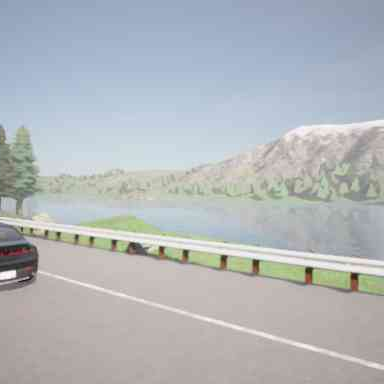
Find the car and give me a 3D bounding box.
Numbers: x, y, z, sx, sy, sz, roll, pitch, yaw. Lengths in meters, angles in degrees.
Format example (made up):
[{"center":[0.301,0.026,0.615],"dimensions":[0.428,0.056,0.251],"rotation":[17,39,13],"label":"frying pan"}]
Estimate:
[{"center":[-5.737,1.468,8.397],"dimensions":[4.892,1.490,1.837],"rotation":[0,0,38],"label":"car"}]
